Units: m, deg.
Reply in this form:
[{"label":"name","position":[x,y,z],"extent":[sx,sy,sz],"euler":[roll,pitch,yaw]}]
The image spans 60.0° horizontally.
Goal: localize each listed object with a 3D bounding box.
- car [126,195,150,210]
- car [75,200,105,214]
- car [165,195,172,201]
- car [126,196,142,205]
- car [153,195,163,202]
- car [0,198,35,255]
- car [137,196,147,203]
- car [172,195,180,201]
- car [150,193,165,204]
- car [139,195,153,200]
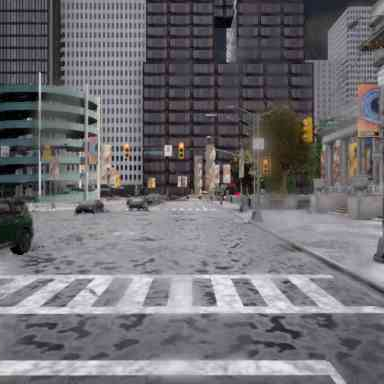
[{"label":"car","position":[-7.077,1.477,43.714],"extent":[1.882,1.535,5.008],"euler":[0,0,0]},{"label":"car","position":[-10.582,1.547,34.930],"extent":[2.033,1.411,5.357],"euler":[0,0,0]},{"label":"car","position":[-7.505,1.595,85.653],"extent":[1.895,1.301,4.718],"euler":[0,0,-25]},{"label":"car","position":[-10.576,1.547,60.700],"extent":[2.033,1.411,5.357],"euler":[0,0,0]},{"label":"car","position":[-7.764,1.524,75.399],"extent":[1.812,1.442,4.674],"euler":[0,0,-10]},{"label":"car","position":[-7.095,1.221,10.449],"extent":[2.150,2.045,5.566],"euler":[0,0,0]},{"label":"car","position":[-10.832,1.540,72.567],"extent":[2.033,1.411,5.357],"euler":[0,0,-7]},{"label":"car","position":[-4.769,1.500,87.967],"extent":[1.837,1.490,4.892],"euler":[0,0,-29]},{"label":"car","position":[-7.083,1.220,63.876],"extent":[2.150,2.045,5.566],"euler":[0,0,0]},{"label":"car","position":[-13.072,1.502,94.337],"extent":[1.994,1.385,4.181],"euler":[0,0,-43]}]
